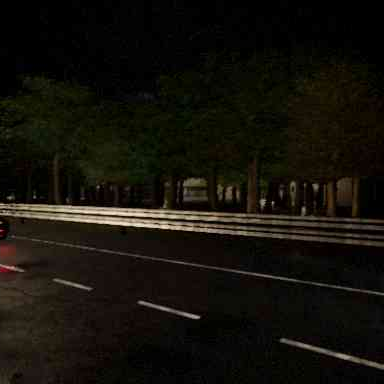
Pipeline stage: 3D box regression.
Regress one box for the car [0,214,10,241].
[{"bbox_3d":[-10.449,1.509,15.641,4.892,1.490,1.837,0,0,36],"label":"car"}]
